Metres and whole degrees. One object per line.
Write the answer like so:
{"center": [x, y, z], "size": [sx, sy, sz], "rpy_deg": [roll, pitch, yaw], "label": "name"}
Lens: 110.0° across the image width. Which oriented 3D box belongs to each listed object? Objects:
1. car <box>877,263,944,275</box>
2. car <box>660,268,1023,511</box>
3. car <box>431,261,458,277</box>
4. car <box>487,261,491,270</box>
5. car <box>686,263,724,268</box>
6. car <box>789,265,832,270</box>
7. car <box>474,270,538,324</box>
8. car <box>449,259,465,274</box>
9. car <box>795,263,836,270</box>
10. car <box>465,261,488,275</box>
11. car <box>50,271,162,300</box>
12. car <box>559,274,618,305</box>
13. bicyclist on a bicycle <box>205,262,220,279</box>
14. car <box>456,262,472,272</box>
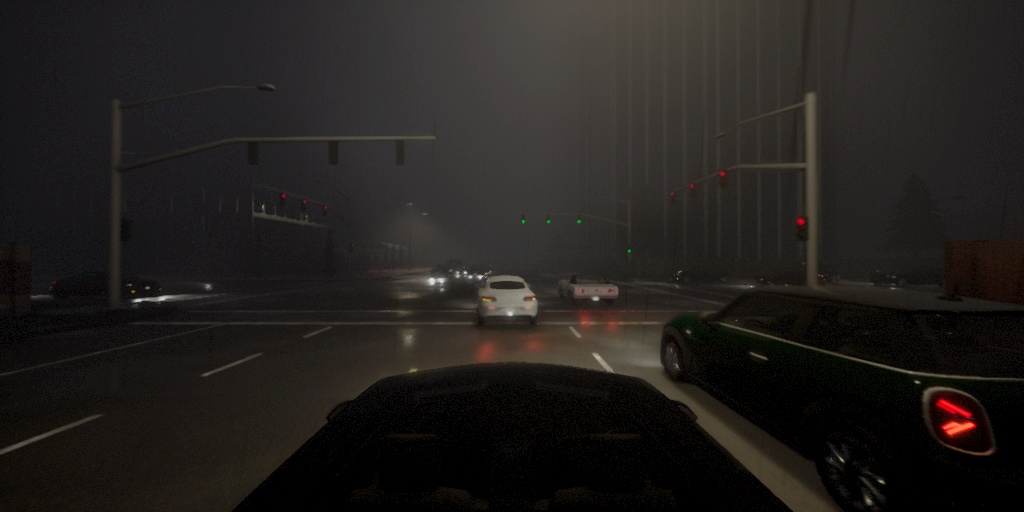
{"center": [29.181, 1.454, 26.256], "size": [5.008, 1.535, 1.882], "rpy_deg": [0, -1, -1], "label": "car"}
{"center": [3.587, 1.126, 4.323], "size": [2.097, 1.767, 4.553], "rpy_deg": [0, -1, 0], "label": "car"}
{"center": [-7.884, 1.602, 40.741], "size": [2.128, 1.511, 4.902], "rpy_deg": [0, -1, 1], "label": "car"}
{"center": [-4.537, 1.758, 53.921], "size": [1.812, 1.442, 4.674], "rpy_deg": [0, -1, -1], "label": "car"}
{"center": [15.344, 1.360, 29.636], "size": [4.553, 1.767, 2.097], "rpy_deg": [0, -1, 0], "label": "car"}
{"center": [20.195, 1.540, 26.179], "size": [4.181, 1.385, 1.994], "rpy_deg": [0, -1, -1], "label": "car"}
{"center": [-0.293, 1.373, 12.298], "size": [1.812, 1.442, 4.674], "rpy_deg": [0, 0, -6], "label": "car"}
{"center": [-7.990, 1.423, 50.590], "size": [2.150, 2.045, 5.566], "rpy_deg": [0, -1, -1], "label": "car"}
{"center": [24.236, 1.360, 29.716], "size": [4.553, 1.767, 2.097], "rpy_deg": [0, -1, 0], "label": "car"}
{"center": [-4.415, 1.717, 45.306], "size": [1.994, 1.385, 4.181], "rpy_deg": [0, -1, -1], "label": "car"}
{"center": [-20.909, 1.471, 18.586], "size": [4.181, 1.385, 1.994], "rpy_deg": [0, -1, -1], "label": "car"}
{"center": [3.409, 1.492, 16.986], "size": [1.895, 1.301, 4.718], "rpy_deg": [0, -1, -1], "label": "car"}
{"center": [-28.402, 1.350, 34.009], "size": [0.582, 1.620, 1.656], "rpy_deg": [0, 0, -1], "label": "bicyclist on a bicycle"}
{"center": [-8.107, 1.786, 60.568], "size": [2.128, 1.511, 4.902], "rpy_deg": [0, -1, 0], "label": "car"}
